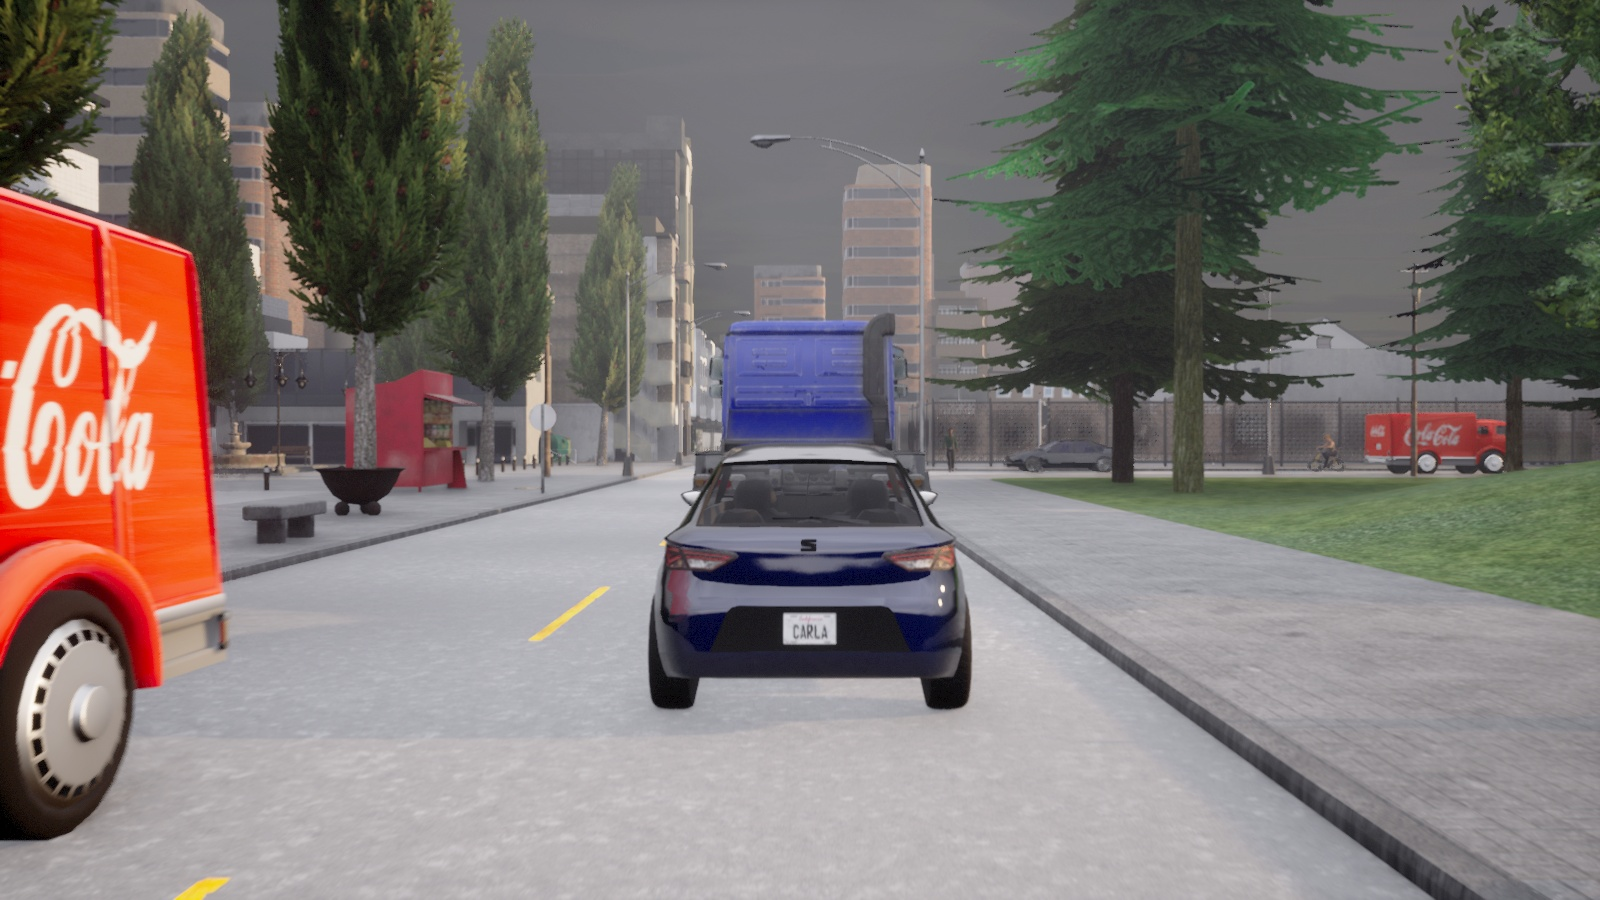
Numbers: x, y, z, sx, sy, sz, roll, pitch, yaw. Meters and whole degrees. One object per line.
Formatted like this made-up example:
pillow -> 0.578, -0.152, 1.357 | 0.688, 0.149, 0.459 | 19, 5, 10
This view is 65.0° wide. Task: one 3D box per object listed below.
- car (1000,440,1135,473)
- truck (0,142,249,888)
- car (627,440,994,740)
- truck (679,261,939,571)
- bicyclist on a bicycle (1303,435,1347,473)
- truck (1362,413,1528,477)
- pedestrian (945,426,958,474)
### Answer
car -> 11.397, 0.265, 53.742 | 5.357, 1.411, 2.033 | 0, 1, 0
truck -> -3.965, 0.222, 3.402 | 2.627, 2.467, 5.204 | 0, 1, 0
car -> 0.062, 0.676, 8.304 | 1.816, 1.474, 4.193 | 0, 1, 0
truck -> 0.123, -0.416, 17.988 | 2.891, 3.462, 7.936 | 0, 1, 0
bicyclist on a bicycle -> 22.430, 0.163, 53.685 | 1.509, 1.612, 0.866 | 0, 1, 1
truck -> 25.433, -0.218, 49.670 | 5.204, 2.467, 2.627 | 0, 1, 0
pedestrian -> 6.191, -0.008, 51.327 | 0.423, 1.949, 0.788 | 0, 1, 0
